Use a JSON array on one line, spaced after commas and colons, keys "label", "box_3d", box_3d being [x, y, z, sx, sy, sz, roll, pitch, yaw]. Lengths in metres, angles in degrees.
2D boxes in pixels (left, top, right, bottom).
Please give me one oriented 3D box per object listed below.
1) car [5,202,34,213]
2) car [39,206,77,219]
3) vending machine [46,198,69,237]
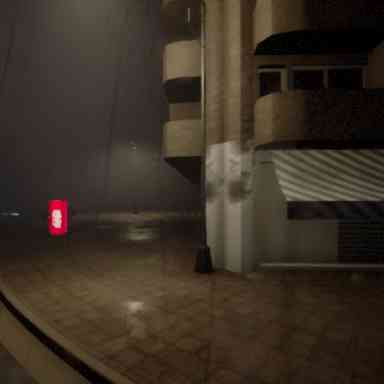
[{"label": "car", "box_3d": [-23.147, 2.094, 44.762, 1.994, 1.385, 4.181, 0, -1, 3]}, {"label": "car", "box_3d": [-13.061, 1.985, 32.801, 1.895, 1.301, 4.718, 0, -1, 2]}, {"label": "vending machine", "box_3d": [-7.587, 1.417, 18.850, 1.100, 2.100, 0.880, 0, -1, -15]}]
